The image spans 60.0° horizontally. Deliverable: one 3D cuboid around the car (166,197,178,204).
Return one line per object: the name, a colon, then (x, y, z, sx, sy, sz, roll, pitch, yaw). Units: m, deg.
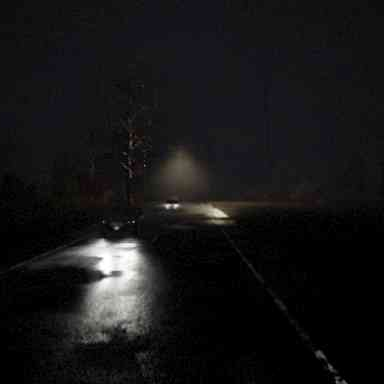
car: (-3.535, 1.479, 59.935, 1.895, 1.301, 4.718, 0, 0, 1)

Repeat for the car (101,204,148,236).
car: (-3.600, 1.451, 18.309, 2.128, 1.511, 4.902, 0, 0, 0)
